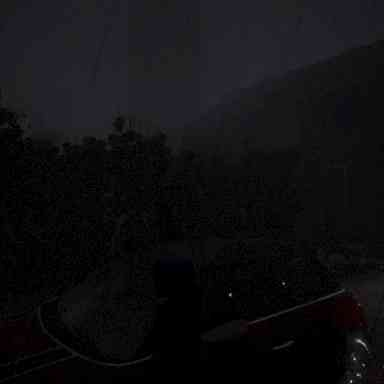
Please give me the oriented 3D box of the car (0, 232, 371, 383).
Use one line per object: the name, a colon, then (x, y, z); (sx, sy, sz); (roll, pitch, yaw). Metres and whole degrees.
car: (-0.237, 1.366, 3.328); (4.553, 1.767, 2.097); (1, 0, -36)
